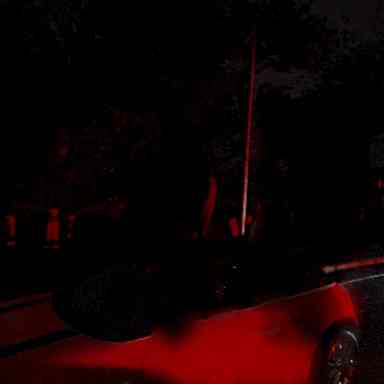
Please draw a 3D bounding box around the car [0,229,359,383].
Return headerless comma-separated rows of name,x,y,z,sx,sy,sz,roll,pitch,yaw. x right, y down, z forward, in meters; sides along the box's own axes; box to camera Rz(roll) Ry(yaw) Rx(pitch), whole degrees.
car,-0.261,1.361,3.627,4.553,1.767,2.097,1,0,-33
